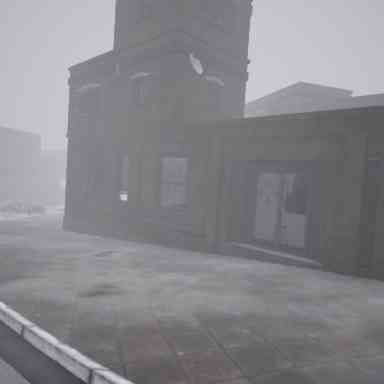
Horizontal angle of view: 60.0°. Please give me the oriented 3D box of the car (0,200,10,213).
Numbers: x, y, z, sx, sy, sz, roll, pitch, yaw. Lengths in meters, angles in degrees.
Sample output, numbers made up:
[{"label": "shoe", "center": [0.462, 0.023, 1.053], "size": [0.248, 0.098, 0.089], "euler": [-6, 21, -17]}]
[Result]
[{"label": "car", "center": [-23.035, 1.799, 41.668], "size": [1.837, 1.490, 4.892], "euler": [3, -1, 3]}]

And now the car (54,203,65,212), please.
[{"label": "car", "center": [-18.608, 2.363, 50.784], "size": [2.033, 1.411, 5.357], "euler": [4, -1, 16]}]

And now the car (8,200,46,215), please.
[{"label": "car", "center": [-19.770, 1.992, 40.869], "size": [2.128, 1.511, 4.902], "euler": [4, -1, 3]}]
